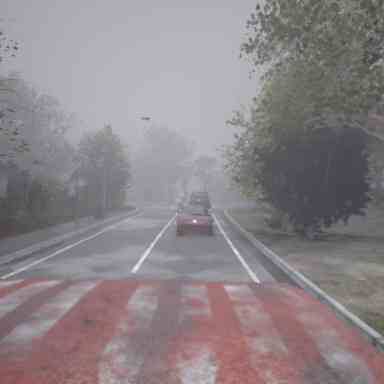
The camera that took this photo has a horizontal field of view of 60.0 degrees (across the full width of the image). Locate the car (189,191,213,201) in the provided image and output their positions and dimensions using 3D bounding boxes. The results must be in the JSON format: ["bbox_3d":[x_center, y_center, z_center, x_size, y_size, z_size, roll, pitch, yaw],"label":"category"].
[{"bbox_3d":[0.957,0.979,35.602,2.150,2.045,5.566,0,-1,6],"label":"car"}]

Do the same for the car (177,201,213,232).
[{"bbox_3d":[0.172,1.447,19.092,1.994,1.385,4.181,0,1,1],"label":"car"}]
